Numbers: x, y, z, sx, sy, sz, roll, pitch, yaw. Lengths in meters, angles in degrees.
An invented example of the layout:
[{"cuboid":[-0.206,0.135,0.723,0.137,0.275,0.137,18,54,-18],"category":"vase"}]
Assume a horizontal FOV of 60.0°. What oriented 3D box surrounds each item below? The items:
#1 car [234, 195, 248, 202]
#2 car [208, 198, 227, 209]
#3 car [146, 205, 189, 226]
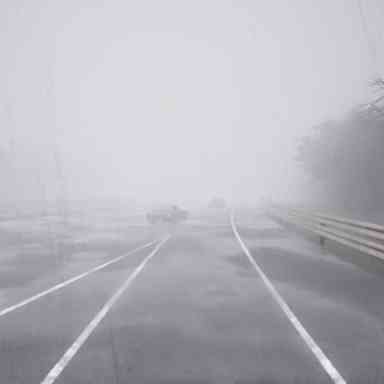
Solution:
[{"cuboid":[10.453,1.545,72.695,1.895,1.301,4.718,0,0,15],"category":"car"},{"cuboid":[3.532,1.512,45.723,2.033,1.411,5.357,0,0,14],"category":"car"},{"cuboid":[-1.591,1.579,23.621,1.895,1.301,4.718,0,0,12],"category":"car"}]
